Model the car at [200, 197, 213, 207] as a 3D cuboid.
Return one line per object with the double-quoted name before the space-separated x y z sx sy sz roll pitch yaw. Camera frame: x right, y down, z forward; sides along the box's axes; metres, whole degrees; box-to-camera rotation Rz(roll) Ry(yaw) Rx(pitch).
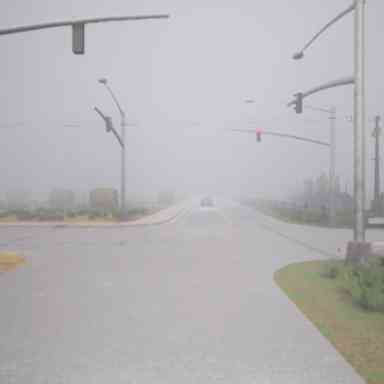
"car" 2.196 1.444 49.395 2.128 1.511 4.902 0 0 3
